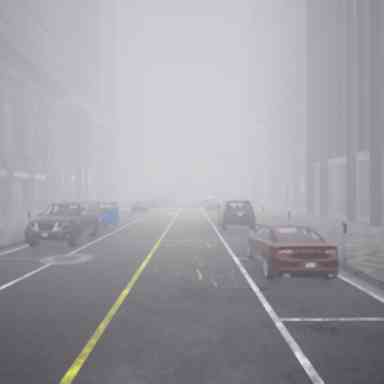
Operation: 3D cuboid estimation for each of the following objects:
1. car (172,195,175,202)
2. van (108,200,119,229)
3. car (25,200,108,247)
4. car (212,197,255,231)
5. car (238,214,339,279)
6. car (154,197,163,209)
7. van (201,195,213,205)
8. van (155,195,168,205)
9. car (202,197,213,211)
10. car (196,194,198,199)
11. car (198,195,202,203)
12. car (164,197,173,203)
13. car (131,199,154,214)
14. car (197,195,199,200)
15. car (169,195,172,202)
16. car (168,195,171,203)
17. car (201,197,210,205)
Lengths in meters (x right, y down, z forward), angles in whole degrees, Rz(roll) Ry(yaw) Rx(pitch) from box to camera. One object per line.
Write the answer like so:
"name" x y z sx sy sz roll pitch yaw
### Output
"car" -5.897 1.623 77.567 2.192 1.841 5.009 0 0 0
"van" -5.798 1.421 21.200 1.690 1.788 3.998 0 0 0
"car" -5.788 1.375 15.564 2.192 1.841 5.009 0 0 0
"car" 2.727 1.384 21.230 2.192 1.841 5.009 0 0 0
"car" 2.748 1.575 9.957 1.887 1.381 4.507 0 0 0
"car" -5.847 1.756 49.383 1.947 1.339 4.313 0 0 0
"van" 2.677 1.520 49.411 1.690 1.788 3.998 0 0 0
"van" -5.868 1.578 60.657 1.690 1.788 3.998 0 0 0
"car" 2.688 1.682 43.944 1.752 1.417 4.829 0 0 0
"car" 2.618 1.761 83.228 1.967 1.590 4.097 0 0 0
"car" 2.658 1.666 60.683 1.967 1.590 4.097 0 0 0
"car" -5.906 1.876 83.203 1.887 1.381 4.507 0 0 0
"car" -5.827 1.689 38.110 1.887 1.381 4.507 0 0 0
"car" 2.639 1.824 71.955 2.008 1.369 4.403 0 0 0
"car" -5.886 1.850 71.930 1.947 1.339 4.313 0 0 0
"car" -5.876 1.826 66.293 1.947 1.339 4.313 0 0 0
"car" 2.648 1.776 66.489 1.752 1.417 4.829 0 0 0
